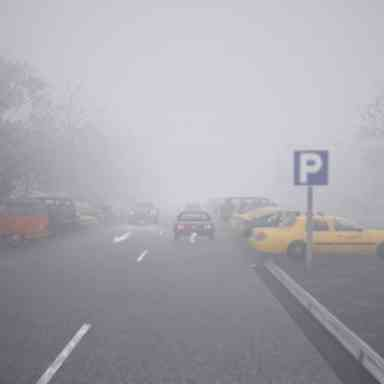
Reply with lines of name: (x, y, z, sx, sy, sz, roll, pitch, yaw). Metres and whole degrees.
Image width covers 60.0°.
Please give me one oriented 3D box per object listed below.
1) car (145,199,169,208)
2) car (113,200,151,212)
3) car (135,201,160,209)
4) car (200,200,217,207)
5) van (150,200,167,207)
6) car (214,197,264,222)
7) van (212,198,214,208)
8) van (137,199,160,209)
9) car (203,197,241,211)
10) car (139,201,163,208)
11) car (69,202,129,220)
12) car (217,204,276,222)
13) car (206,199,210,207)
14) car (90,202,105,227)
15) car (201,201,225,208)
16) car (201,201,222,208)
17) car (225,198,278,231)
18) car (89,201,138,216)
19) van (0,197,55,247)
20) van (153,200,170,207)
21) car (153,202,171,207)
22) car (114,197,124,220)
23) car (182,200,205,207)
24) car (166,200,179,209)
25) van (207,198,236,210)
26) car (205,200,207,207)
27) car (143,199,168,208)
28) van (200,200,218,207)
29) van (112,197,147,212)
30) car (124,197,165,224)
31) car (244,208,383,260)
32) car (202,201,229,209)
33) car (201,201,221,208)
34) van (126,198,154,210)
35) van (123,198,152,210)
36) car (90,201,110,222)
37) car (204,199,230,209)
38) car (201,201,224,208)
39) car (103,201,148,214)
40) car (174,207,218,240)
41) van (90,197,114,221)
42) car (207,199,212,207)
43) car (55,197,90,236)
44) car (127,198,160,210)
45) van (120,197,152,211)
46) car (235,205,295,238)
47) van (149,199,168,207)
car: (-8.519, 2.768, 80.932, 5.566, 2.045, 2.435, 0, -2, 0)
car: (-8.550, 1.992, 47.716, 5.008, 1.535, 2.097, 0, -1, 0)
car: (-8.544, 2.532, 64.310, 4.674, 1.452, 2.002, 0, -2, 0)
car: (4.500, 3.240, 91.941, 4.553, 1.767, 2.185, 0, -2, 0)
van: (-8.664, 2.969, 86.468, 4.442, 1.987, 1.878, 0, -2, 0)
car: (4.566, 1.342, 22.583, 5.566, 2.045, 2.435, 0, -1, 0)
van: (4.420, 1.498, 30.910, 4.442, 1.987, 1.878, 0, -1, 0)
van: (-8.663, 2.350, 66.961, 4.442, 1.987, 1.878, 0, -2, 0)
car: (4.507, 1.792, 50.325, 5.566, 2.045, 2.435, 0, -2, 0)
car: (-8.549, 2.704, 69.722, 4.674, 1.452, 2.002, 0, -2, 0)
car: (-8.538, 1.730, 30.972, 5.008, 1.535, 2.097, 0, -1, 0)
car: (4.535, 1.721, 28.130, 4.674, 1.452, 2.002, 0, -1, 0)
car: (4.533, 1.938, 42.009, 4.674, 1.452, 2.002, 0, -1, 0)
car: (-8.357, 1.558, 20.020, 5.366, 1.575, 1.946, 0, -1, 0)
car: (4.718, 2.832, 75.290, 5.366, 1.575, 1.946, 0, -2, 0)
car: (4.562, 2.953, 78.064, 4.792, 1.488, 2.163, 0, -2, 0)
car: (4.507, 1.428, 19.809, 4.553, 1.767, 2.185, 0, -1, 0)
car: (-8.537, 1.820, 36.638, 4.892, 1.521, 2.231, 0, -1, 0)
van: (-8.659, 1.269, 14.363, 4.442, 1.987, 1.878, 0, -1, 0)
van: (-8.440, 3.148, 92.021, 4.442, 1.987, 1.878, 0, -2, 0)
car: (-8.578, 3.497, 94.763, 4.792, 1.488, 2.163, 0, -2, 0)
car: (-8.511, 1.563, 28.329, 4.553, 1.767, 2.185, 0, -1, 0)
car: (0.096, 1.803, 34.296, 1.837, 1.490, 4.892, 0, -1, 0)
car: (-3.513, 2.633, 66.801, 2.033, 1.411, 5.357, 0, -2, 0)
van: (4.652, 1.905, 53.099, 4.442, 1.987, 1.878, 0, -2, 0)
car: (4.506, 2.014, 47.567, 4.792, 1.488, 2.163, 0, -1, 0)
car: (-8.519, 2.680, 78.163, 5.566, 2.045, 2.435, 0, -2, 0)
van: (4.415, 2.962, 86.397, 4.442, 1.987, 1.878, 0, -2, 0)
van: (-8.427, 1.723, 44.950, 4.442, 1.987, 1.878, 0, -1, 0)
car: (-3.601, 1.523, 26.061, 2.097, 1.767, 4.553, 0, -1, 0)
car: (4.724, 1.466, 11.490, 5.366, 1.575, 1.946, 0, -1, 0)
car: (4.719, 2.568, 66.966, 5.366, 1.575, 1.946, 0, -2, 0)
car: (4.562, 3.041, 80.839, 4.792, 1.488, 2.163, 0, -2, 0)
van: (-8.662, 1.999, 55.886, 4.442, 1.987, 1.878, 0, -2, 0)
van: (-8.661, 1.915, 53.242, 4.442, 1.987, 1.878, 0, -2, 0)
car: (-8.536, 1.603, 22.787, 4.892, 1.521, 2.231, 0, -1, 0)
car: (4.566, 2.269, 61.421, 4.553, 1.767, 2.185, 0, -2, 0)
car: (4.527, 2.748, 72.516, 4.892, 1.521, 2.231, 0, -2, 0)
car: (-8.359, 1.903, 42.178, 5.366, 1.575, 1.946, 0, -1, 0)
car: (0.097, 1.643, 17.235, 1.895, 1.301, 4.718, 0, -1, 0)
van: (-8.659, 1.420, 25.561, 4.442, 1.987, 1.878, 0, -1, 0)
car: (4.566, 1.884, 39.232, 4.792, 1.488, 2.163, 0, -1, 0)
car: (-8.569, 1.272, 17.255, 5.566, 2.045, 2.435, 0, -1, 0)
car: (-8.517, 2.061, 58.656, 5.566, 2.045, 2.435, 0, -2, 0)
van: (-8.428, 1.823, 50.340, 4.442, 1.987, 1.878, 0, -1, 0)
car: (4.533, 1.490, 14.259, 4.892, 1.521, 2.231, 0, -1, 0)
van: (-8.431, 2.881, 83.699, 4.442, 1.987, 1.878, 0, -2, 0)
